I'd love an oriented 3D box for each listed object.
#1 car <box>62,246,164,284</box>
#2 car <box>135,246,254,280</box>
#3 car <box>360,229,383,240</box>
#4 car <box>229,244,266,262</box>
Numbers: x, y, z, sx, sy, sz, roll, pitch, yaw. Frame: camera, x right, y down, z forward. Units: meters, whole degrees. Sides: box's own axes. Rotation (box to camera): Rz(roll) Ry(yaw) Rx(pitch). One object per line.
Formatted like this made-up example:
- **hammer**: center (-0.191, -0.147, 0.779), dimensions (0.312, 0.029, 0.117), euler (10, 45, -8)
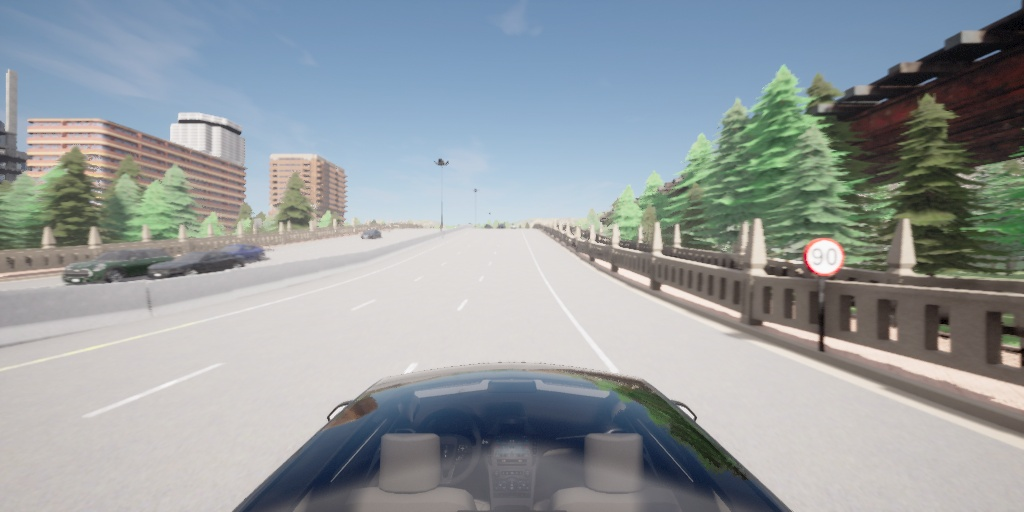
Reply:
- **car**: center (-21.015, 0.415, 19.476), dimensions (2.097, 1.767, 4.553), euler (0, 4, 1)
- **car**: center (-17.515, 0.482, 20.224), dimensions (1.882, 1.535, 5.008), euler (0, 4, 1)
- **car**: center (-20.763, -3.226, 53.117), dimensions (1.812, 1.442, 4.674), euler (0, 7, 0)
- **car**: center (-20.907, -0.138, 27.310), dimensions (1.812, 1.442, 4.674), euler (0, 6, 0)
